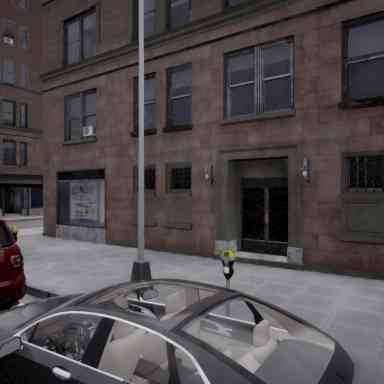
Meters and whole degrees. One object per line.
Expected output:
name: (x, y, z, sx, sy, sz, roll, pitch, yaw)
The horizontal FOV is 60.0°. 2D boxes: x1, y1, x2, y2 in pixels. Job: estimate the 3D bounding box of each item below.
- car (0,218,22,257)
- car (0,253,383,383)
car: (-5.209, 1.315, 6.352, 5.009, 1.841, 2.192, 0, 0, 34)
car: (-0.515, 1.551, 3.150, 4.403, 1.369, 2.008, 0, 0, 34)
